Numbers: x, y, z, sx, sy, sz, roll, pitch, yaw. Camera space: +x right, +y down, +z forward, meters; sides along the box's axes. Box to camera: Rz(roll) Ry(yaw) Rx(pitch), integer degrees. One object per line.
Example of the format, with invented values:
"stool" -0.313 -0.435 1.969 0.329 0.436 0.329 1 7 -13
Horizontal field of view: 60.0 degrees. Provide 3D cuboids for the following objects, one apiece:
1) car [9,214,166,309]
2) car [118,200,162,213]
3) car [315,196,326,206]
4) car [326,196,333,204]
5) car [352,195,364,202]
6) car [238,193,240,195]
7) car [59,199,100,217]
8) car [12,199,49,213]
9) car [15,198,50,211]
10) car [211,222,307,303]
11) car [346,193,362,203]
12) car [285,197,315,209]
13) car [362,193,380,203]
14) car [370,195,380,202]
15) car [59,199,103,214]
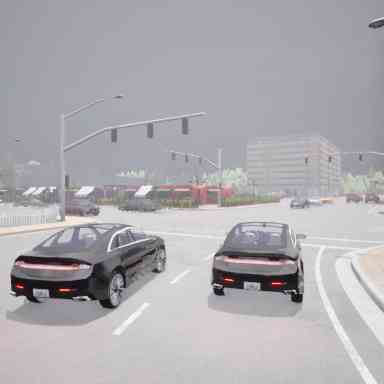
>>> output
"car" -2.035 1.492 7.980 2.128 1.511 4.902 0 0 12
"car" -5.970 1.603 37.850 5.357 1.411 2.033 0 0 32
"car" 20.318 1.526 54.846 1.812 1.442 4.674 0 0 32
"car" 25.683 1.478 63.429 1.882 1.535 5.008 0 0 32
"car" 39.702 1.540 79.488 2.033 1.411 5.357 0 0 32
"car" 11.527 1.209 88.628 4.605 1.855 1.932 0 0 32
"car" -11.003 1.619 32.491 4.181 1.385 1.994 0 0 33
"car" -18.117 1.619 36.966 4.181 1.385 1.994 0 0 32
"car" -20.365 1.581 42.508 4.674 1.442 1.812 0 0 32
"car" 1.783 1.492 8.358 2.128 1.511 4.902 0 0 17
"car" 34.124 1.225 70.434 2.150 2.045 5.566 0 0 32
"car" 15.146 1.491 46.470 2.128 1.511 4.902 0 0 32
"car" 36.910 1.225 68.284 2.150 2.045 5.566 0 0 32
"car" 42.463 1.524 77.297 1.812 1.442 4.674 0 0 32
"car" -12.563 1.547 37.617 4.902 1.511 2.128 0 0 32
